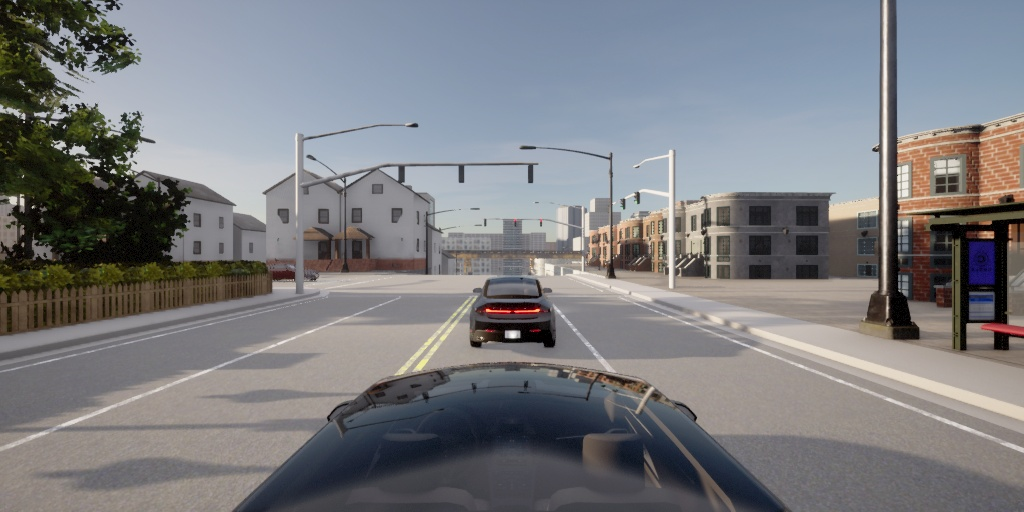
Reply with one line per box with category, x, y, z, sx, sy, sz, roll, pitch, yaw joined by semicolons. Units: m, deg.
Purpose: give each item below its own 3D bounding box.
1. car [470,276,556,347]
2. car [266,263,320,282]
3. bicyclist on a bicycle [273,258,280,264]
car;0.015;1.255;9.291;1.837;1.490;4.892;0;0;0
car;-17.423;1.276;27.804;4.674;1.442;1.812;0;0;2
bicyclist on a bicycle;-25.503;1.053;38.848;0.582;1.620;1.656;0;0;0
